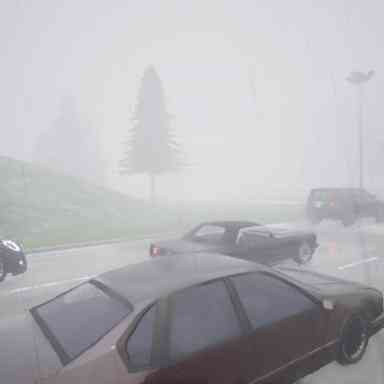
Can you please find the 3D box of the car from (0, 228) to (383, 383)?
[{"bbox_3d":[0.144,1.484,3.855,5.357,1.411,2.033,-2,1,-35],"label":"car"}]

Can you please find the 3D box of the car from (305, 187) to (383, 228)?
[{"bbox_3d":[8.608,0.728,18.490,5.566,2.045,2.150,-2,1,-35],"label":"car"}]

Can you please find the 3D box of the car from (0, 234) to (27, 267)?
[{"bbox_3d":[-6.422,1.375,7.763,4.553,1.767,2.097,-2,1,-36],"label":"car"}]

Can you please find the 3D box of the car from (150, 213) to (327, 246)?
[{"bbox_3d":[1.338,1.427,9.002,4.718,1.301,1.895,-2,1,-35],"label":"car"}]
